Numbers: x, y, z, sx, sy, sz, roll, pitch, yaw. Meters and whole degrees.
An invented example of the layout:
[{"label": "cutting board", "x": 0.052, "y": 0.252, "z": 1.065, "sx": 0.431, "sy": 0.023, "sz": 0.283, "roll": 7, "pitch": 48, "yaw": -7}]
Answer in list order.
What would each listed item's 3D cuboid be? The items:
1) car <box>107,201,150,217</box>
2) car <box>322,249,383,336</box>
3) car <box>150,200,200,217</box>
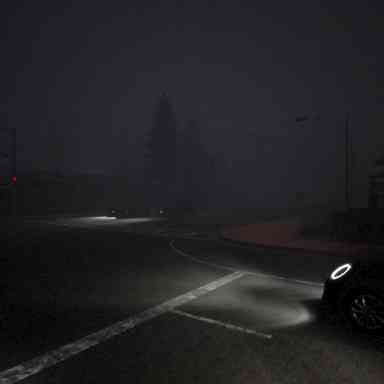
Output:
[{"label": "car", "x": -5.766, "y": 1.548, "z": 30.944, "sx": 1.994, "sy": 1.385, "sz": 4.181, "roll": 0, "pitch": 0, "yaw": 38}, {"label": "car", "x": 4.491, "y": 1.356, "z": 5.137, "sx": 4.553, "sy": 1.767, "sz": 2.097, "roll": 0, "pitch": 0, "yaw": 38}, {"label": "car", "x": -1.213, "y": 1.479, "z": 31.117, "sx": 2.128, "sy": 1.511, "sz": 4.902, "roll": 0, "pitch": 0, "yaw": 38}]
